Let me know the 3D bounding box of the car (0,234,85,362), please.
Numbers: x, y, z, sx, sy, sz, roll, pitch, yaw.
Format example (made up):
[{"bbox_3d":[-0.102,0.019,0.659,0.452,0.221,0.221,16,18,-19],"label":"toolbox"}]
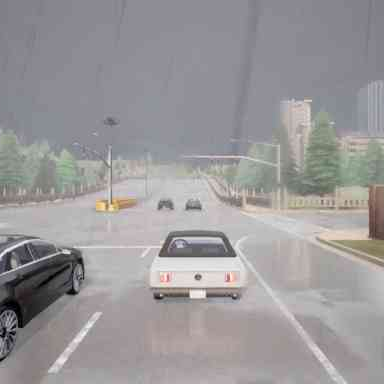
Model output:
[{"bbox_3d":[-3.387,1.492,5.824,2.128,1.511,4.902,0,0,0],"label":"car"}]

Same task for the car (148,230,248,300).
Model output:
[{"bbox_3d":[0.117,1.601,8.358,1.895,1.301,4.718,0,0,0],"label":"car"}]

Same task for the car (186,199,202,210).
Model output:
[{"bbox_3d":[0.196,1.564,42.635,1.994,1.385,4.181,0,0,0],"label":"car"}]

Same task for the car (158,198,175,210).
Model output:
[{"bbox_3d":[-3.307,1.505,42.723,1.837,1.490,4.892,0,0,0],"label":"car"}]
